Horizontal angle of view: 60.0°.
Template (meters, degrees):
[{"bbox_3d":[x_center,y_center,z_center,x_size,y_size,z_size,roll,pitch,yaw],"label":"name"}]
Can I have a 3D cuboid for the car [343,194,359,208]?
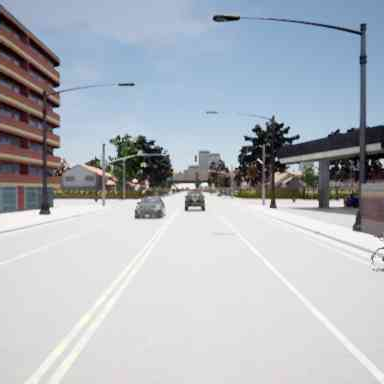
[{"bbox_3d":[20.501,1.022,39.454,4.611,1.667,2.242,0,0,2],"label":"car"}]

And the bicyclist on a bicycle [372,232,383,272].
[{"bbox_3d":[5.644,1.307,9.061,1.656,1.620,0.582,-9,0,0],"label":"bicyclist on a bicycle"}]

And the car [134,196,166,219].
[{"bbox_3d":[-3.346,1.165,27.145,2.097,1.767,4.553,0,0,0],"label":"car"}]

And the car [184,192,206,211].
[{"bbox_3d":[0.311,0.966,36.535,2.150,2.045,5.566,0,0,0],"label":"car"}]
